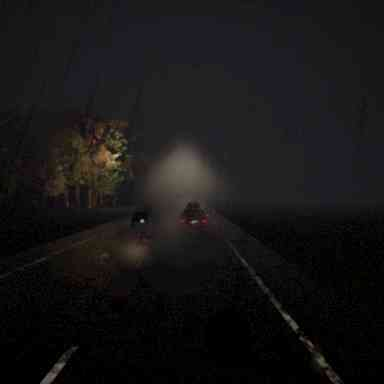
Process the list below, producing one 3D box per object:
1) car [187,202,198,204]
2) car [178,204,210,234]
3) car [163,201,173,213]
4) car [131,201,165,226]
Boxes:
[{"bbox_3d":[0.103,1.900,40.119,2.033,1.411,5.357,0,0,0],"label":"car"},{"bbox_3d":[0.098,1.733,20.676,2.033,1.411,5.357,0,0,0],"label":"car"},{"bbox_3d":[-3.407,1.903,43.116,1.812,1.442,4.674,0,0,0],"label":"car"},{"bbox_3d":[-3.403,1.733,25.212,1.837,1.490,4.892,0,0,0],"label":"car"}]
